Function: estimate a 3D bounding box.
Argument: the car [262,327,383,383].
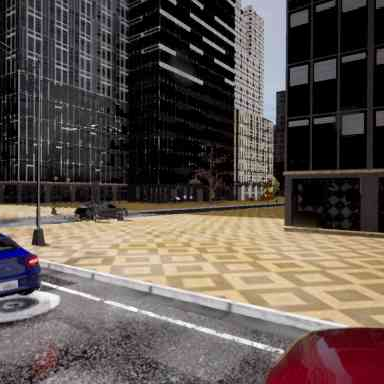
[{"bbox_3d":[2.437,1.564,1.937,4.181,1.385,1.994,0,0,35],"label":"car"}]

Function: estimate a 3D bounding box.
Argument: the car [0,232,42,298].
[{"bbox_3d":[-5.160,1.523,7.371,4.674,1.442,1.812,0,0,36],"label":"car"}]

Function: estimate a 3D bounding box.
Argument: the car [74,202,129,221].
[{"bbox_3d":[-7.515,1.600,28.127,1.837,1.490,4.892,1,1,37],"label":"car"}]
